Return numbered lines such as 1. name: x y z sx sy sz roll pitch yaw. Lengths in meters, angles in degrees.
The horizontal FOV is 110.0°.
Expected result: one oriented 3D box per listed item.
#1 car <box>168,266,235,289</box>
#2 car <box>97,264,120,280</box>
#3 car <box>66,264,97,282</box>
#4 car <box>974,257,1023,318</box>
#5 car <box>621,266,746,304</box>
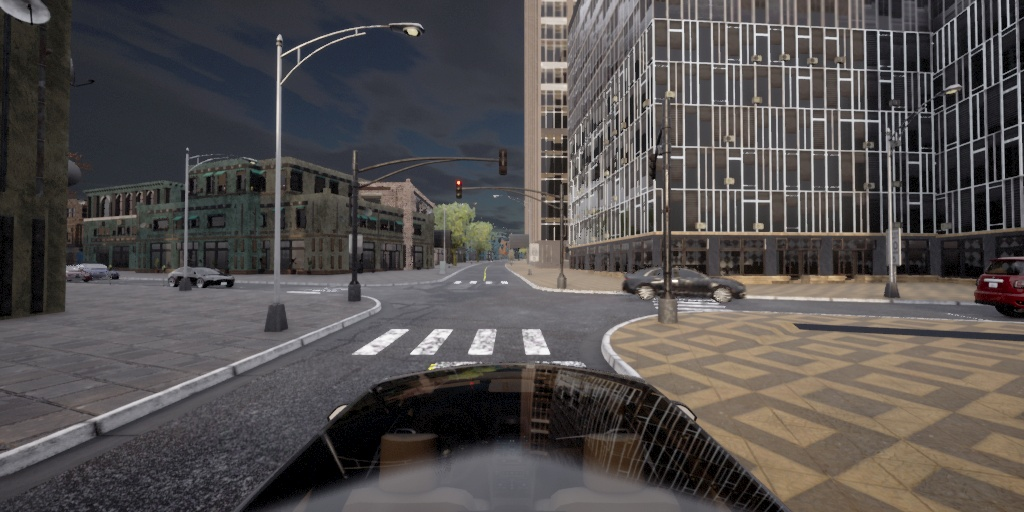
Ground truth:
1. car: -19.653 1.324 22.633 4.313 1.339 1.948 0 0 20
2. car: -36.728 1.383 31.467 4.674 1.442 1.812 0 -1 20
3. car: -35.317 1.403 28.227 4.207 1.307 1.802 0 0 20
4. car: 16.301 0.923 9.653 5.009 1.841 2.192 0 0 20
5. car: 7.351 1.205 15.719 4.892 1.490 1.837 0 -1 20
